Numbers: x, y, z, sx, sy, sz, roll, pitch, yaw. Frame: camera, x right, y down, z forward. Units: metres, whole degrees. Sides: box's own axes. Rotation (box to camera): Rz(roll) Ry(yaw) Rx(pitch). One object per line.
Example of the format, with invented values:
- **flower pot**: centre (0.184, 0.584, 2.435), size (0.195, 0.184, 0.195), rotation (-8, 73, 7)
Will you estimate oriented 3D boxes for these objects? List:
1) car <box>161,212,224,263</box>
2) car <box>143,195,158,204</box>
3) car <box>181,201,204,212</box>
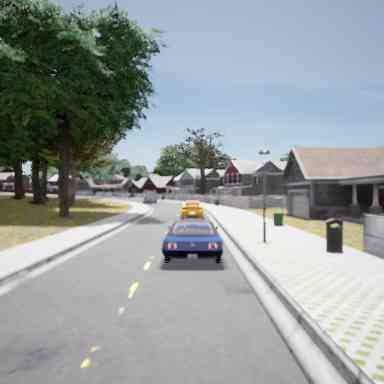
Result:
- **car**: centre (0.039, 1.620, 12.049), size (1.895, 1.301, 4.718), rotation (0, 0, 1)
- **car**: centre (-7.250, 1.379, 58.071), size (1.837, 1.490, 4.892), rotation (0, 1, -18)
- **car**: centre (0.041, 1.485, 28.806), size (1.882, 1.535, 5.008), rotation (0, 0, 0)
